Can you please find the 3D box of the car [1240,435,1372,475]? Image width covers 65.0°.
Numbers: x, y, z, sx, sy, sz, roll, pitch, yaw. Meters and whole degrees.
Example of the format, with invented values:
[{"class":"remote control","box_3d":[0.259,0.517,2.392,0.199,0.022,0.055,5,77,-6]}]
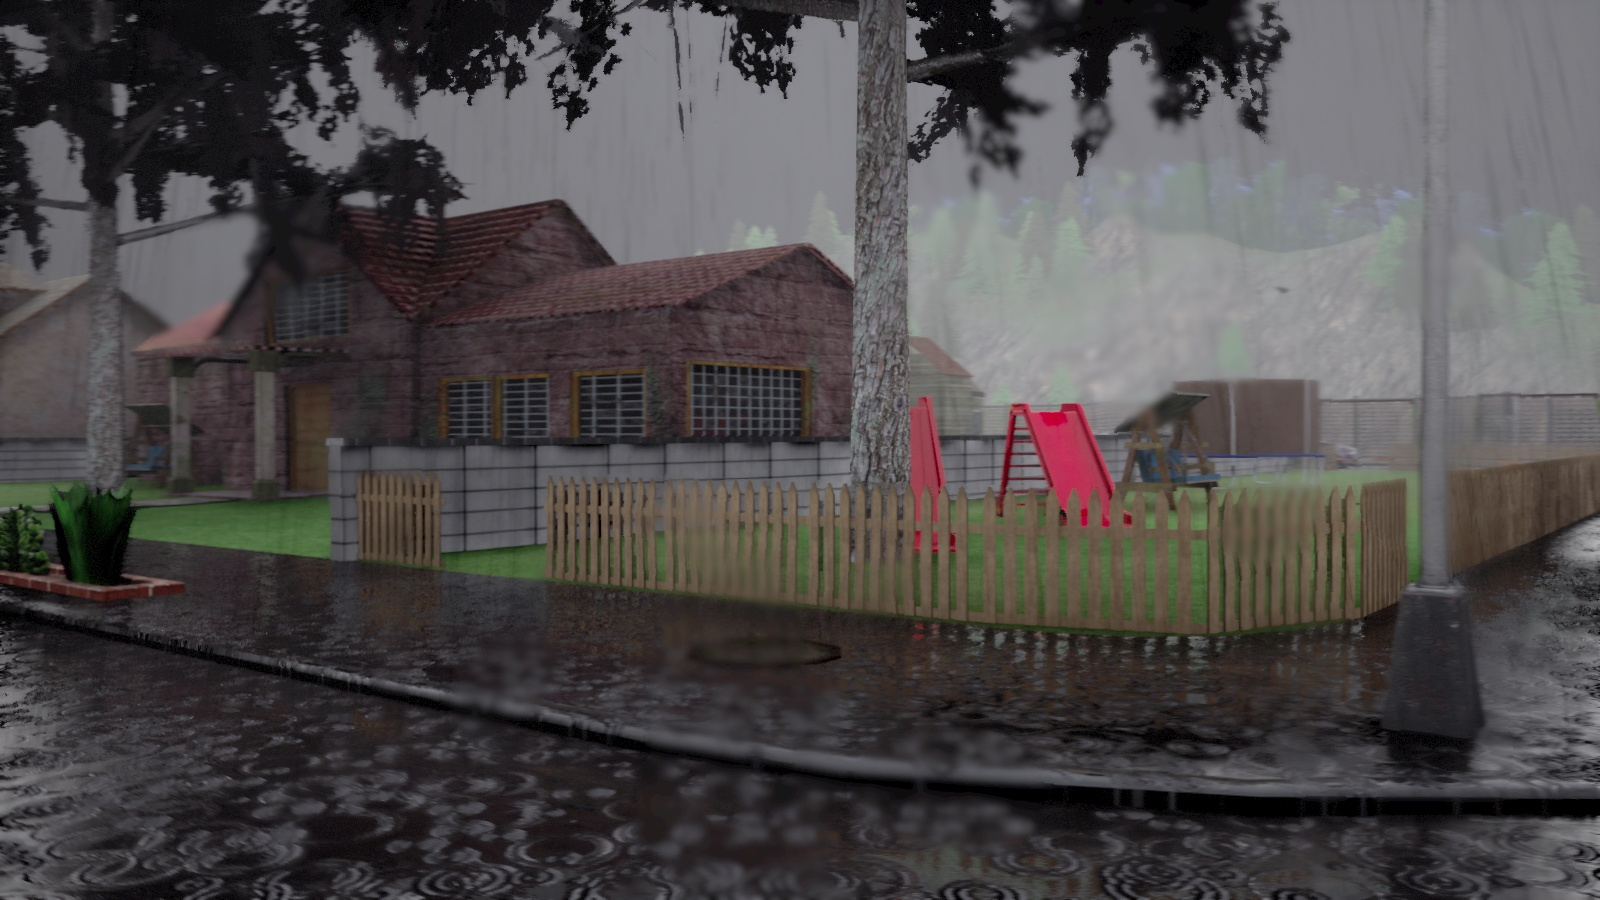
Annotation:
[{"class":"car","box_3d":[21.709,0.172,53.987,4.856,1.649,2.033,1,1,38]}]
